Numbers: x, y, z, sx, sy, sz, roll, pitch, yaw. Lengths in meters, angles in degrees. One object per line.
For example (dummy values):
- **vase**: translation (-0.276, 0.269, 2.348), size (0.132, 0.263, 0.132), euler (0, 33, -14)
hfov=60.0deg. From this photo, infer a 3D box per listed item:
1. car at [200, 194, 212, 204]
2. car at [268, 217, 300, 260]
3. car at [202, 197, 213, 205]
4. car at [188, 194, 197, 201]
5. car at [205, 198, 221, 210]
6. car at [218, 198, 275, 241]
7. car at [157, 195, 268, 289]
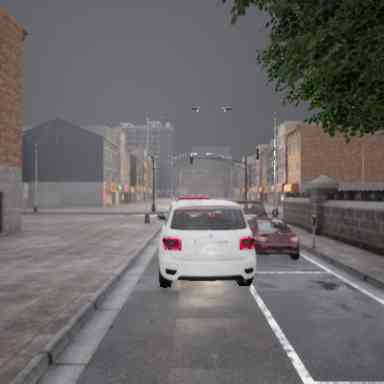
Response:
- **car**: translation (2.748, 1.342, 65.756), size (2.192, 1.841, 5.009), euler (1, 0, 0)
- **car**: translation (2.663, 1.570, 12.128), size (1.802, 1.307, 4.206), euler (1, 0, 0)
- **car**: translation (2.737, 1.562, 60.319), size (1.887, 1.381, 4.507), euler (1, 0, 0)
- **car**: translation (0.131, 1.428, 84.202), size (2.097, 1.767, 4.553), euler (0, 0, 0)
- **car**: translation (2.712, 1.539, 44.007), size (1.887, 1.381, 4.507), euler (1, 0, 0)
- **car**: translation (2.674, 1.300, 17.576), size (2.192, 1.841, 5.009), euler (1, 0, 0)
- **car**: translation (0.212, 1.211, 9.342), size (2.150, 2.045, 5.566), euler (0, 0, -4)
